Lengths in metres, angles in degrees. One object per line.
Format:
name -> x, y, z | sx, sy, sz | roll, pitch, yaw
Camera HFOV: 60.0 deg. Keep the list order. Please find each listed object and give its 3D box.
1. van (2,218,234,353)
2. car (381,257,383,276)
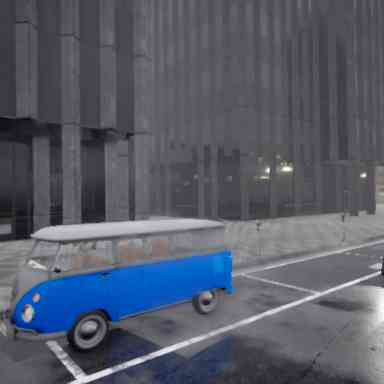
van -> -1.048, 1.434, 6.079 | 3.998, 1.788, 1.690 | 0, -1, -39
car -> 6.741, 1.580, 8.780 | 4.181, 1.385, 1.994 | 0, -1, -39
